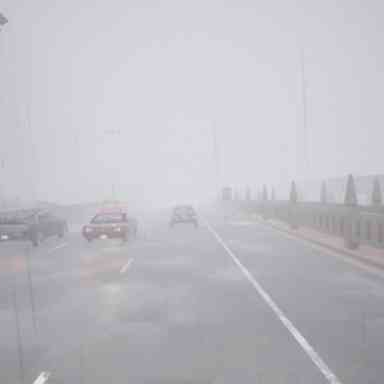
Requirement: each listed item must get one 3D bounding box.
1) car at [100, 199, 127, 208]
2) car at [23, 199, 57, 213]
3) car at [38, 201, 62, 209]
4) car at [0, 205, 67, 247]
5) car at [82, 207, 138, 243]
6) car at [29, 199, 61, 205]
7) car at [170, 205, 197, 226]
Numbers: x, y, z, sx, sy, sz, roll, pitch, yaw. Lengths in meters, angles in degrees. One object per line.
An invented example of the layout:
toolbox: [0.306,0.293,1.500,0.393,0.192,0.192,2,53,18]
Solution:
car: [-7.917,1.465,33.897,2.097,1.767,4.553,0,0,-2]
car: [-18.844,1.686,41.608,2.128,1.511,4.902,0,0,-2]
car: [-22.675,2.133,53.280,1.895,1.301,4.718,0,-3,-1]
car: [-7.340,1.563,15.398,2.128,1.511,4.902,0,0,-2]
car: [-3.867,1.655,16.529,1.895,1.301,4.718,0,0,-2]
car: [-15.123,1.719,34.363,1.994,1.385,4.181,0,0,-2]
car: [-0.588,1.597,23.655,2.033,1.411,5.357,0,0,-2]
